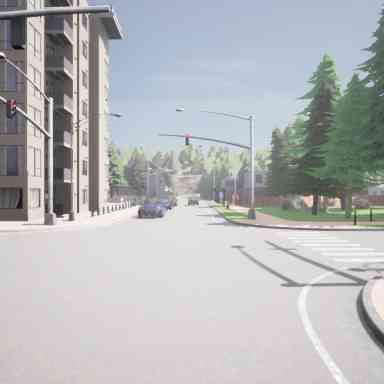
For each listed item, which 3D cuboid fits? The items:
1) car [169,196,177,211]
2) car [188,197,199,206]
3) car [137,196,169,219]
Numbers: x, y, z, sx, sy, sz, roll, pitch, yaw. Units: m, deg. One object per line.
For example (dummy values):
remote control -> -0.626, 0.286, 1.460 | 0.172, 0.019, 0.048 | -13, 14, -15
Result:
car -> -3.420, 1.492, 41.402 | 2.128, 1.511, 4.902 | 0, 0, 0
car -> 0.225, 1.547, 55.778 | 2.033, 1.411, 5.357 | 0, 0, 0
car -> -3.477, 1.352, 29.275 | 2.097, 1.767, 4.553 | 0, 0, 0
